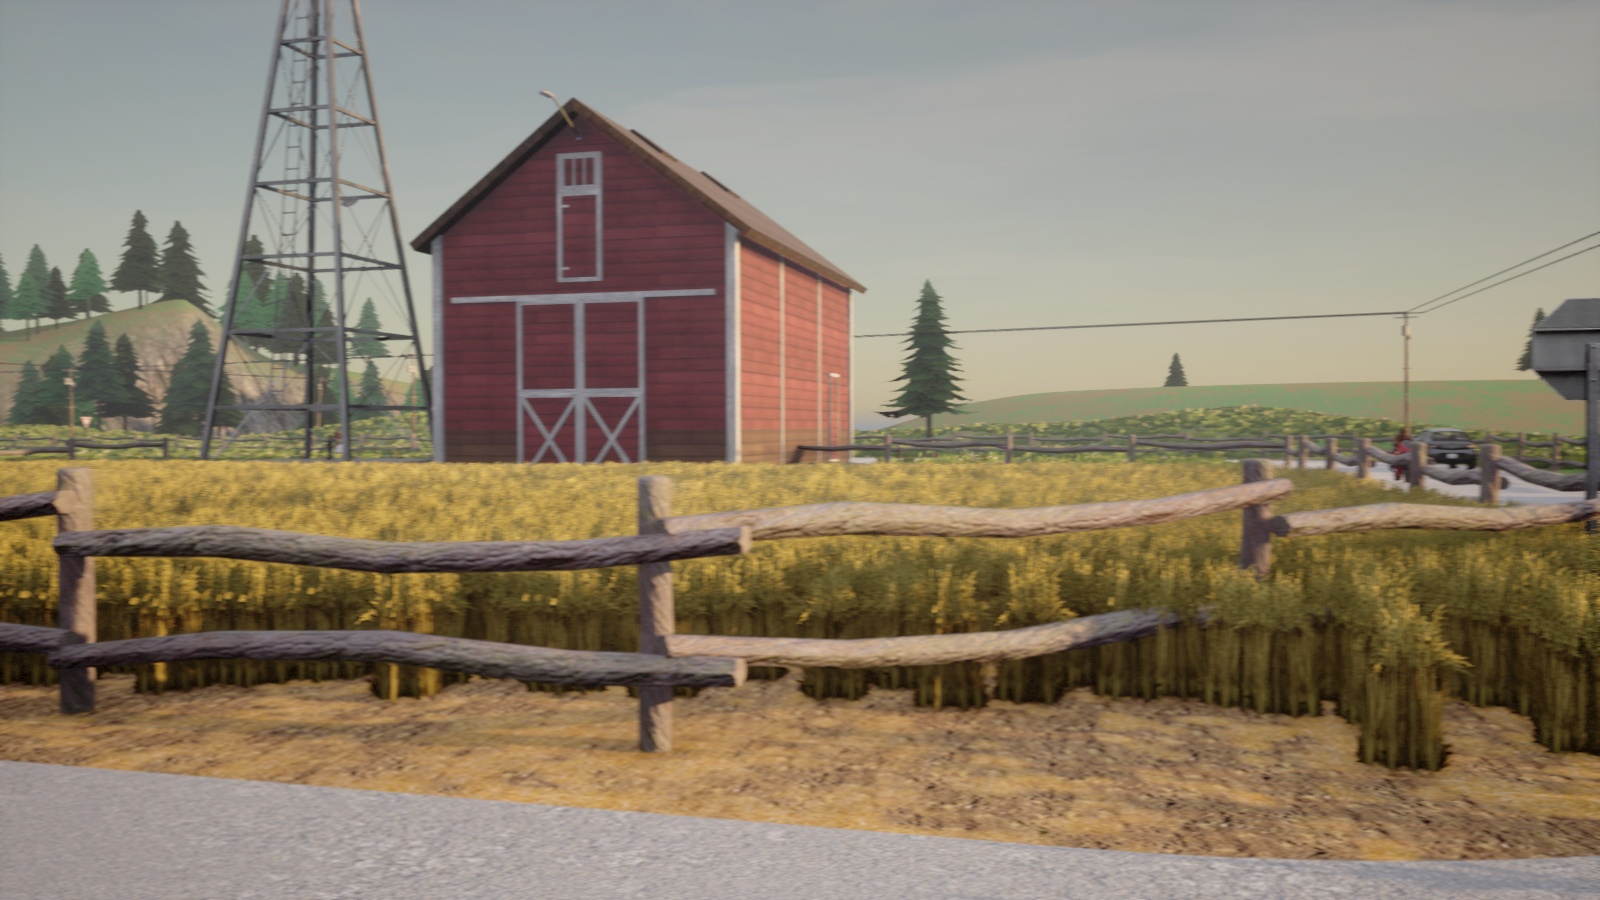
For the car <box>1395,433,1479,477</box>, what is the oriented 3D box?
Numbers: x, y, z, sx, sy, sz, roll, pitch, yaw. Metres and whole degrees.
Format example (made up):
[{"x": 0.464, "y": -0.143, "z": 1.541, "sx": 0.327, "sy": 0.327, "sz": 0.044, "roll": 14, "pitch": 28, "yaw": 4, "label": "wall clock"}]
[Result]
[{"x": 22.413, "y": 0.133, "z": 44.326, "sx": 1.816, "sy": 1.474, "sz": 4.193, "roll": 0, "pitch": 1, "yaw": 15, "label": "car"}]

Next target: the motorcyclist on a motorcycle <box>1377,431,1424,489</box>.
[{"x": 16.328, "y": 0.260, "z": 34.181, "sx": 0.797, "sy": 1.523, "sz": 2.044, "roll": 0, "pitch": 1, "yaw": 15, "label": "motorcyclist on a motorcycle"}]
